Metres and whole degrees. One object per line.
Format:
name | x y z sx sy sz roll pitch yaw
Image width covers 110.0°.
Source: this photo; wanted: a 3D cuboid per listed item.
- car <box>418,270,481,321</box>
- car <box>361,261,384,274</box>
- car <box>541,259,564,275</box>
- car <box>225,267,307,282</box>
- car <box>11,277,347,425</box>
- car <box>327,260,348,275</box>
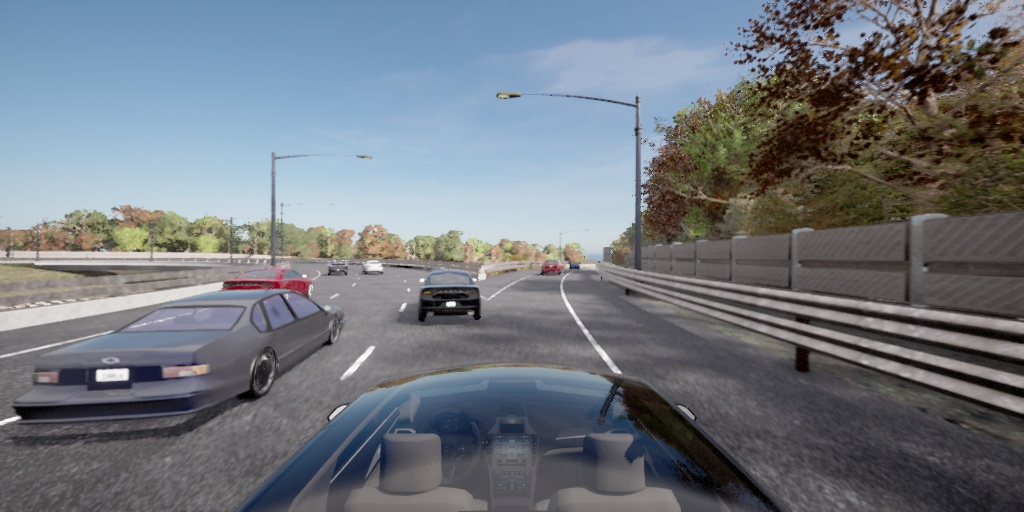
car | -2.221 1.223 12.653 1.882 1.535 5.008 0 0 -11
car | -15.630 1.242 40.169 1.812 1.442 4.674 0 0 -27
car | 4.540 1.110 39.571 2.097 1.767 4.553 0 0 12
car | -9.915 1.207 14.967 1.882 1.535 5.008 0 0 -14
car | -4.562 1.288 6.224 2.033 1.411 5.357 0 0 -9
car | -18.679 1.202 38.470 2.128 1.511 4.902 0 0 -27
